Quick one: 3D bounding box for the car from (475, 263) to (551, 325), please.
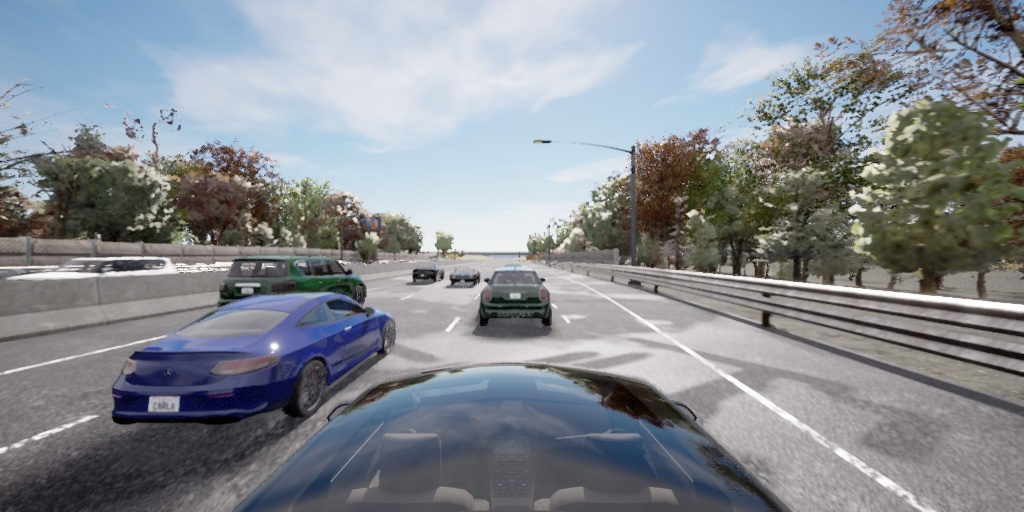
[{"bbox_3d":[0.091,1.148,12.180,2.097,1.767,4.553,0,0,0],"label":"car"}]

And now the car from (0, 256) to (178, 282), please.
[{"bbox_3d":[-17.611,1.035,15.448,2.150,2.045,5.566,0,0,0],"label":"car"}]

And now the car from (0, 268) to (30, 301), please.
[{"bbox_3d":[-24.610,1.317,15.166,1.837,1.490,4.892,0,0,0],"label":"car"}]

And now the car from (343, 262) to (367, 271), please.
[{"bbox_3d":[-24.585,1.596,56.273,1.994,1.385,4.181,0,0,1],"label":"car"}]

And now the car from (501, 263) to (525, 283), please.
[{"bbox_3d":[0.078,1.362,30.106,1.882,1.535,5.008,0,0,0],"label":"car"}]

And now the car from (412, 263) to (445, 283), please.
[{"bbox_3d":[-6.922,1.363,30.171,1.882,1.535,5.008,0,0,0],"label":"car"}]

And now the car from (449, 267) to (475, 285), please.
[{"bbox_3d":[-3.420,1.470,27.037,1.895,1.301,4.718,0,0,0],"label":"car"}]

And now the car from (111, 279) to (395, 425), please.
[{"bbox_3d":[-3.404,1.294,5.810,1.812,1.442,4.674,0,0,0],"label":"car"}]

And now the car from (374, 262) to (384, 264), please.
[{"bbox_3d":[-21.088,1.598,56.625,1.994,1.385,4.181,0,0,1],"label":"car"}]

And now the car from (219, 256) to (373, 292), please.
[{"bbox_3d":[-6.908,1.017,12.041,2.150,2.045,5.566,0,0,0],"label":"car"}]

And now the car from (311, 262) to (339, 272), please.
[{"bbox_3d":[-28.096,1.583,53.992,1.994,1.385,4.181,0,0,0],"label":"car"}]
